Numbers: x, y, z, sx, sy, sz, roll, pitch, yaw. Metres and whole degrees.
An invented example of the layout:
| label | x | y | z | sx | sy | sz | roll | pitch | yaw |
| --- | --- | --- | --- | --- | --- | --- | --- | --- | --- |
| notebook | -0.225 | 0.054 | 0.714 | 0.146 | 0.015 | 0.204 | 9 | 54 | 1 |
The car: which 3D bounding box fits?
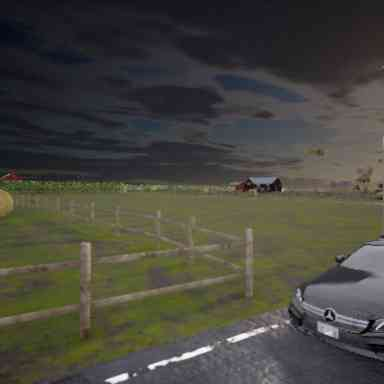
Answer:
| label | x | y | z | sx | sy | sz | roll | pitch | yaw |
| --- | --- | --- | --- | --- | --- | --- | --- | --- | --- |
| car | 3.672 | 1.550 | 5.690 | 4.674 | 1.442 | 1.812 | 0 | 0 | -35 |
